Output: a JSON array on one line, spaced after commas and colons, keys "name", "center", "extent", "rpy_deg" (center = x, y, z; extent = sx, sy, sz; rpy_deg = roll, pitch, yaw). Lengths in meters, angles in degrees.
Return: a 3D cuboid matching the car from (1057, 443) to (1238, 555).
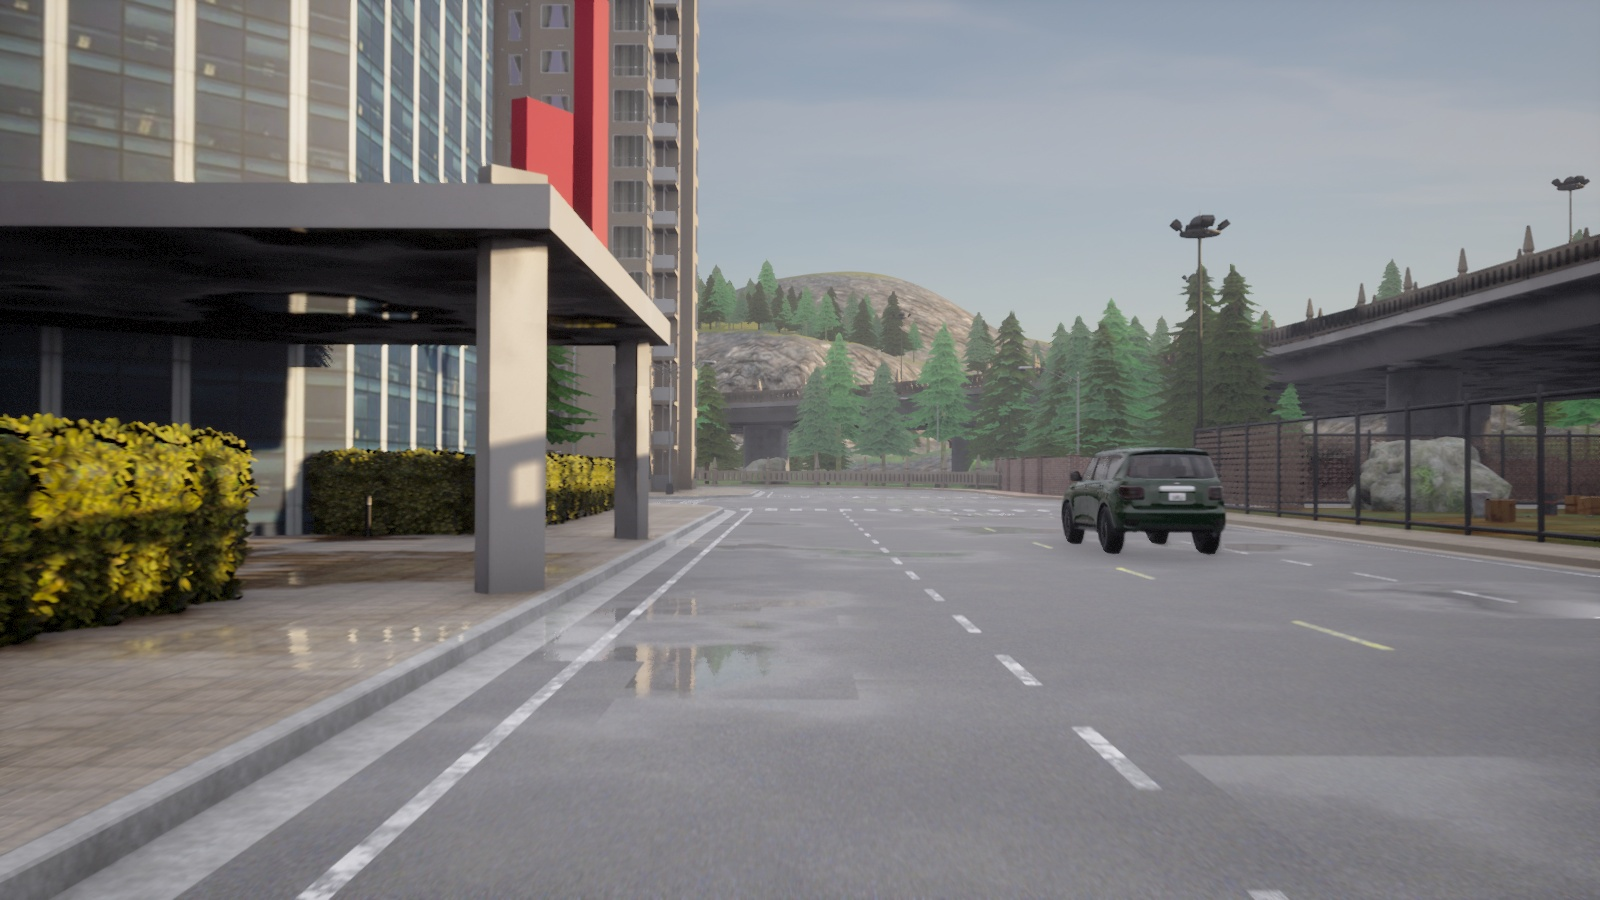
[{"name": "car", "center": [6.935, 0.938, 25.812], "extent": [2.150, 2.045, 5.566], "rpy_deg": [0, -1, 0]}]
